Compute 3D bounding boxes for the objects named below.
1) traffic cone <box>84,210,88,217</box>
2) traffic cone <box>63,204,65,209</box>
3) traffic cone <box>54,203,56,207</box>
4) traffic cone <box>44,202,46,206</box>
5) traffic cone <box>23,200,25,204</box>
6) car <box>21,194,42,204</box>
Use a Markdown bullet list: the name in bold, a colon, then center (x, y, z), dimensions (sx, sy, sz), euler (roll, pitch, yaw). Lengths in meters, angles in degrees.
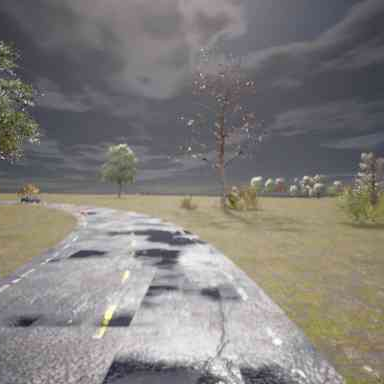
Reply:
- **traffic cone**: center (-9.714, 1.944, 30.395), dimensions (0.340, 0.580, 0.340), euler (0, 0, -23)
- **traffic cone**: center (-16.566, 1.889, 43.179), dimensions (0.340, 0.580, 0.340), euler (1, 0, -34)
- **traffic cone**: center (-19.379, 1.861, 47.120), dimensions (0.340, 0.580, 0.340), euler (1, 0, -37)
- **traffic cone**: center (-22.437, 1.826, 50.873), dimensions (0.340, 0.580, 0.340), euler (1, 0, -41)
- **traffic cone**: center (-29.242, 1.739, 57.755), dimensions (0.340, 0.580, 0.340), euler (1, 0, 42)
- **car**: center (-29.074, 1.144, 60.189), dimensions (4.553, 1.767, 2.097), euler (1, 0, 40)
